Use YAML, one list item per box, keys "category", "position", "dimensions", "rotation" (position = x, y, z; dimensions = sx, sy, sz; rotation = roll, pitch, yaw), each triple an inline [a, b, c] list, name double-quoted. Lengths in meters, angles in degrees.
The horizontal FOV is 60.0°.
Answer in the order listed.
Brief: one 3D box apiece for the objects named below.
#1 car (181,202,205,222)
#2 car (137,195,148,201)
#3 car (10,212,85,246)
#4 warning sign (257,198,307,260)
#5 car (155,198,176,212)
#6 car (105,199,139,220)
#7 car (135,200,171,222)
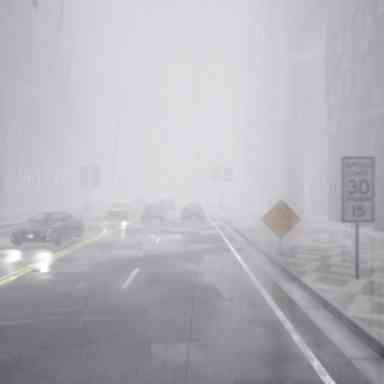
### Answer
- category: "car"
  position: [0.074, 1.749, 27.918]
  dimensions: [1.895, 1.301, 4.718]
  rotation: [0, 0, 1]
- category: "car"
  position: [-9.737, 1.844, 63.458]
  dimensions: [2.097, 1.767, 4.553]
  rotation: [0, -1, 0]
- category: "car"
  position: [-6.570, 1.629, 15.589]
  dimensions: [1.994, 1.385, 4.181]
  rotation: [0, 0, 1]
- category: "warning sign"
  position: [2.865, 1.153, 10.724]
  dimensions: [1.300, 1.860, 1.060]
  rotation: [1, 0, 0]
- category: "car"
  position: [-3.148, 1.629, 42.944]
  dimensions: [2.097, 1.767, 4.553]
  rotation: [0, -1, 0]
- category: "car"
  position: [-6.496, 1.646, 30.425]
  dimensions: [1.882, 1.535, 5.008]
  rotation: [0, -1, 0]
- category: "car"
  position: [-3.139, 1.695, 27.920]
  dimensions: [2.033, 1.411, 5.357]
  rotation: [0, 0, 0]
